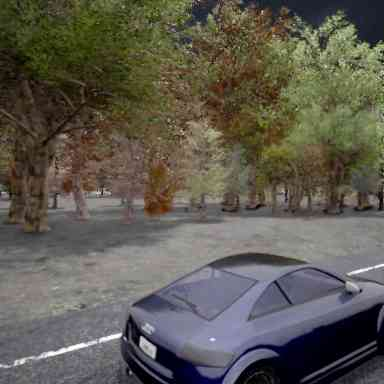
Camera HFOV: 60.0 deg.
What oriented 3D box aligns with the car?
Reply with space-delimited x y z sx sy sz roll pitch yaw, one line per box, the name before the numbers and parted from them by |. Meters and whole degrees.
car | 1.175 1.562 4.587 4.181 1.385 1.994 0 0 -36
